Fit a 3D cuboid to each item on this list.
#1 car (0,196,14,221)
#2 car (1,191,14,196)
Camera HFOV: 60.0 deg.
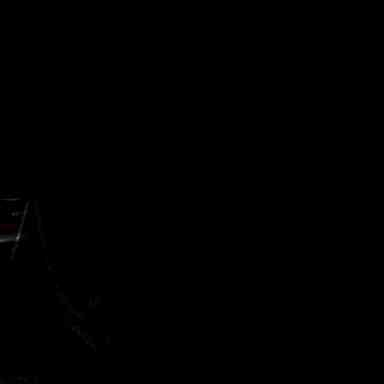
[{"bbox_3d":[-14.459,1.326,24.636,2.128,1.511,4.902,0,1,-26],"label":"car"},{"bbox_3d":[-38.042,0.553,68.609,1.882,1.535,5.008,0,1,-22],"label":"car"}]
